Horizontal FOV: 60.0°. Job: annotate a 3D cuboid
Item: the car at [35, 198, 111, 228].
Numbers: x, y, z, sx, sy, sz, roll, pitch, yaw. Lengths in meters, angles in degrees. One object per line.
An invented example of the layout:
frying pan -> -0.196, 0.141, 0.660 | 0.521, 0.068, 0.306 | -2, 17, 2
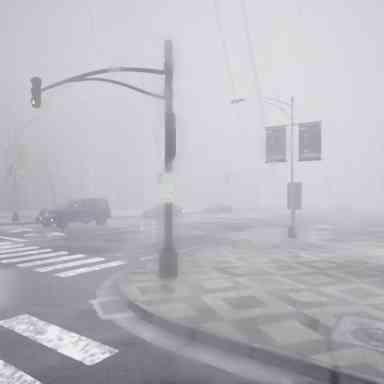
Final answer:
car -> -8.512, 1.461, 24.466 | 2.150, 2.045, 5.566 | 0, -1, 35

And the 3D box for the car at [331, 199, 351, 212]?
car -> 24.580, 2.381, 54.078 | 2.128, 1.511, 4.902 | 0, -1, 35

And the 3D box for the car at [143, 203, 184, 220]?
car -> -2.738, 1.890, 32.633 | 1.837, 1.490, 4.892 | 0, -1, 36

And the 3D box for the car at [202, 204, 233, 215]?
car -> 3.190, 2.135, 41.014 | 1.895, 1.301, 4.718 | 0, -1, 35
